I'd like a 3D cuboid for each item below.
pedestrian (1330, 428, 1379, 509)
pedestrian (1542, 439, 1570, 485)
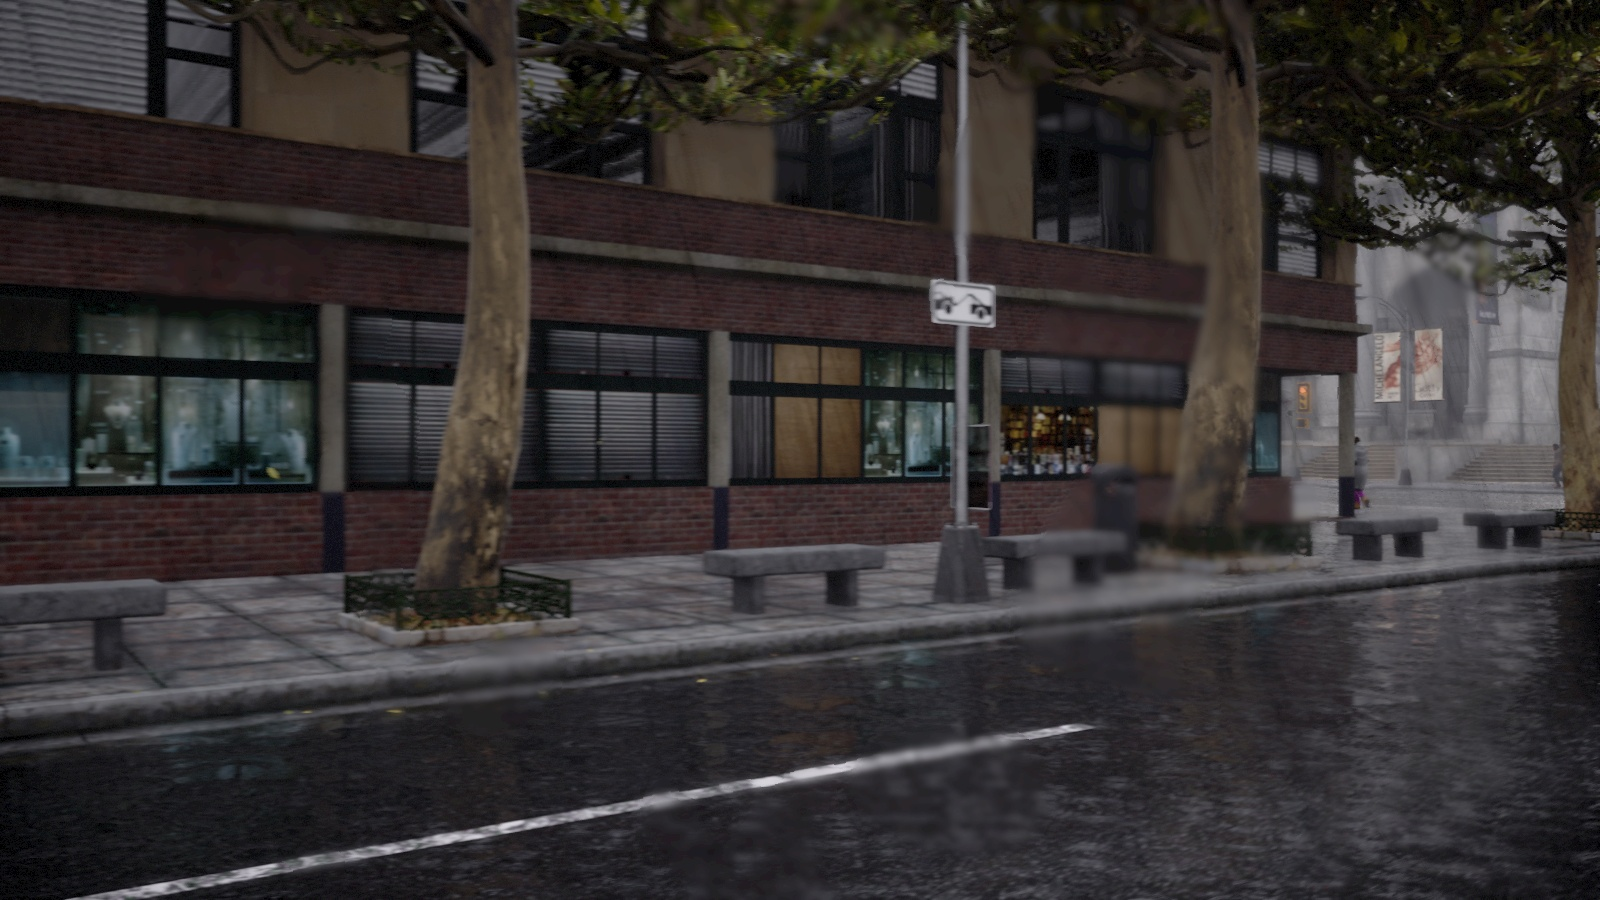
[{"bbox_3d":[13.504,0.448,30.585,0.659,1.952,0.873,0,0,-29],"label":"pedestrian"},{"bbox_3d":[29.660,0.460,49.268,0.328,1.805,0.869,0,0,-44],"label":"pedestrian"}]
